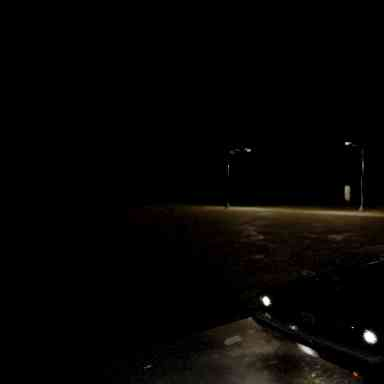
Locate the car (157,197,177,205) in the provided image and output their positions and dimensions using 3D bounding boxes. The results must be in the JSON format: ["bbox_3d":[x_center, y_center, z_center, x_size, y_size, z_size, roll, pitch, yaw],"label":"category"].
[{"bbox_3d":[-4.515,1.537,60.054,1.994,1.385,4.181,3,-2,-36],"label":"car"}]

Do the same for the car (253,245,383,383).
[{"bbox_3d":[3.209,1.627,5.352,4.718,1.301,1.895,0,0,-35],"label":"car"}]
